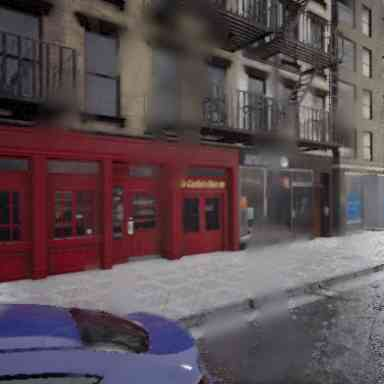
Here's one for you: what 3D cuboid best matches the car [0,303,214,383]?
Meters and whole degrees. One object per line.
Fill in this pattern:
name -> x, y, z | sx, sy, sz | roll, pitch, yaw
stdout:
car -> -1.936, 1.549, 1.842 | 4.674, 1.442, 1.812 | 0, -1, -36
